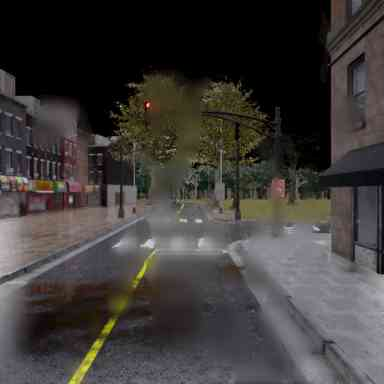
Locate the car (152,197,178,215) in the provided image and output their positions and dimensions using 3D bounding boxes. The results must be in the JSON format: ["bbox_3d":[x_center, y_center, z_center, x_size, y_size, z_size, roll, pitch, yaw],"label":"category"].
[{"bbox_3d":[-2.919,1.529,34.090,2.128,1.511,4.902,0,0,0],"label":"car"}]

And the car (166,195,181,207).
[{"bbox_3d":[-2.979,1.446,54.229,2.097,1.767,4.553,0,0,0],"label":"car"}]

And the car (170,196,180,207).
[{"bbox_3d":[-2.943,1.614,43.998,2.033,1.411,5.357,0,0,0],"label":"car"}]
